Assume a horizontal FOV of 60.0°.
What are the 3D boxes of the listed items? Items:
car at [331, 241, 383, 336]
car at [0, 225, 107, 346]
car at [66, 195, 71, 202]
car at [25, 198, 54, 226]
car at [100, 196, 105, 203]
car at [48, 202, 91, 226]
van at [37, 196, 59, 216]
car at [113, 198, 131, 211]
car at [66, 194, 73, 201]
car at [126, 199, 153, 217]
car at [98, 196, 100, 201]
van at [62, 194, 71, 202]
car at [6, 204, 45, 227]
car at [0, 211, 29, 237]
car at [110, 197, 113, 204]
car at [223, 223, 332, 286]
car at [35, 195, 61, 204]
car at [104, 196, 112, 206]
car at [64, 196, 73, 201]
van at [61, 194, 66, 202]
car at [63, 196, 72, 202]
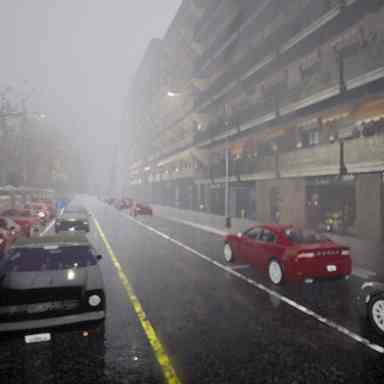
[{"bbox_3d":[4.152,1.550,4.102,2.008,1.369,4.403,0,0,-18],"label":"car"},{"bbox_3d":[-2.728,1.601,6.446,1.895,1.301,4.718,0,0,-19],"label":"car"},{"bbox_3d":[-21.576,1.624,54.877,1.947,1.339,4.313,0,0,-18],"label":"car"},{"bbox_3d":[-10.909,1.449,22.822,1.967,1.590,4.097,0,0,-18],"label":"car"},{"bbox_3d":[-17.180,1.518,68.207,1.967,1.590,4.097,0,0,-18],"label":"car"},{"bbox_3d":[-7.061,1.551,19.780,2.033,1.411,5.357,0,0,-18],"label":"car"},{"bbox_3d":[-14.465,1.366,33.508,1.690,1.788,3.998,0,0,-18],"label":"van"},{"bbox_3d":[-8.291,1.472,41.496,1.967,1.590,4.097,0,0,-18],"label":"car"},{"bbox_3d":[-25.131,1.394,65.562,2.192,1.841,5.009,0,0,-18],"label":"car"},{"bbox_3d":[-4.736,1.598,30.811,1.802,1.307,4.206,0,0,-18],"label":"car"},{"bbox_3d":[-20.788,1.629,79.053,1.752,1.417,4.829,0,0,-18],"label":"car"},{"bbox_3d":[-28.686,1.445,76.246,1.690,1.788,3.998,0,0,-18],"label":"van"},{"bbox_3d":[-9.132,1.547,17.482,1.887,1.381,4.507,0,0,-18],"label":"car"},{"bbox_3d":[-7.355,1.582,12.141,1.802,1.307,4.206,0,0,-18],"label":"car"},{"bbox_3d":[-10.069,1.622,46.839,1.802,1.307,4.206,0,0,-18],"label":"car"},{"bbox_3d":[2.375,1.544,9.444,1.887,1.381,4.507,0,0,-18],"label":"car"},{"bbox_3d":[-12.688,1.332,28.165,2.192,1.841,5.009,0,0,-18],"label":"car"},{"bbox_3d":[-13.625,1.623,57.524,1.947,1.339,4.313,0,0,-18],"label":"car"},{"bbox_3d":[-32.242,1.678,86.930,1.887,1.381,4.507,0,0,-18],"label":"car"},{"bbox_3d":[-18.021,1.382,44.193,1.690,1.788,3.998,0,0,-18],"label":"van"},{"bbox_3d":[-30.464,1.700,81.588,1.802,1.307,4.206,0,0,-18],"label":"car"}]
